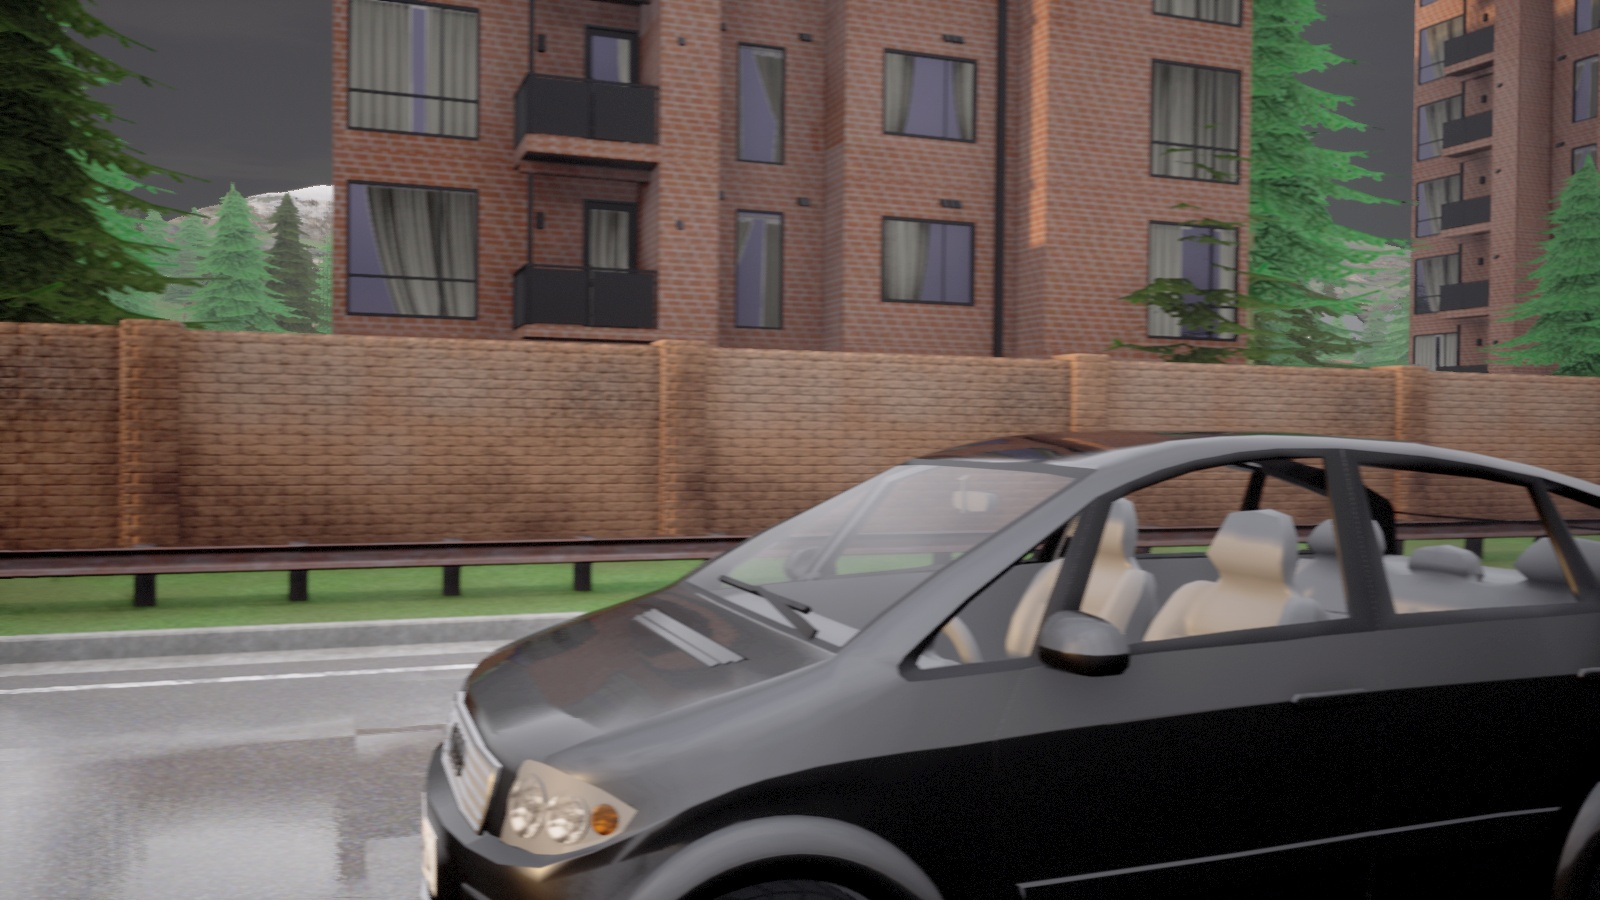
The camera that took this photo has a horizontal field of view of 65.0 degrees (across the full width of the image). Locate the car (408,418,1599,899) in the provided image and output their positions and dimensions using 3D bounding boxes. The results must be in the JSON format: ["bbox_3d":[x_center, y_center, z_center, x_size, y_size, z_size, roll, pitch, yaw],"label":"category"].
[{"bbox_3d":[0.892,0.705,3.578,3.705,1.549,1.789,-1,1,-21],"label":"car"}]
